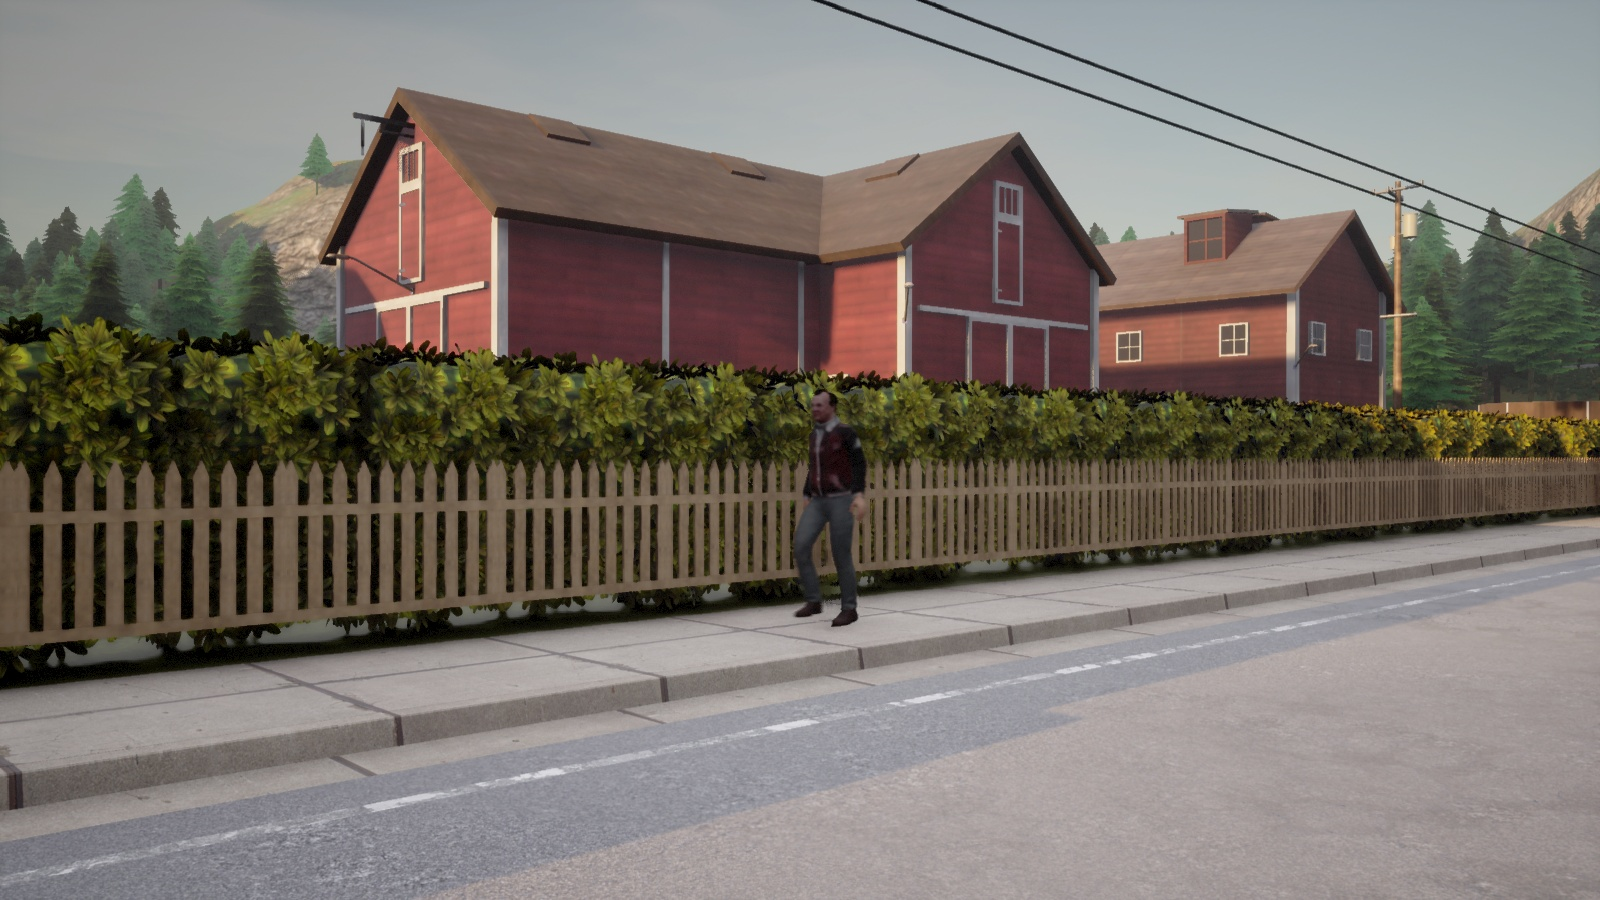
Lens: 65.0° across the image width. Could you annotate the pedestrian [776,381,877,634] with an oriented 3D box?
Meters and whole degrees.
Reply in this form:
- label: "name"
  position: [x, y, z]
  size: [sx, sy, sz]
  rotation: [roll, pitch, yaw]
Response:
- label: "pedestrian"
  position: [0.206, 0.423, 9.609]
  size: [0.376, 1.854, 0.720]
  rotation: [0, 0, 44]
